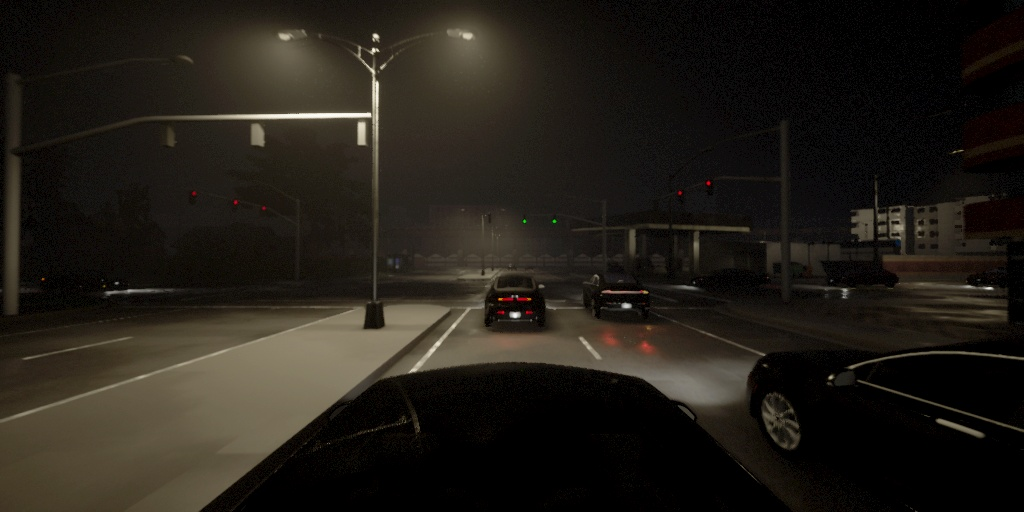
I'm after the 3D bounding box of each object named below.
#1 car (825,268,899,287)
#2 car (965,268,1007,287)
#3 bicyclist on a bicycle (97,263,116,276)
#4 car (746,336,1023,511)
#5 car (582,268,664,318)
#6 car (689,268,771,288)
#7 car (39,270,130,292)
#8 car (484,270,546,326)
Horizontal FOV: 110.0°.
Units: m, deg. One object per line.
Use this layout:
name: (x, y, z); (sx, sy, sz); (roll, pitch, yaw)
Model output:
car: (26.516, 1.603, 27.184); (4.674, 1.442, 1.812); (0, -1, -1)
car: (37.547, 1.643, 27.360); (4.181, 1.385, 1.994); (0, -1, -1)
bicyclist on a bicycle: (-38.285, 1.468, 33.822); (0.582, 1.620, 1.656); (0, -1, 0)
car: (3.600, 1.262, 2.144); (1.837, 1.490, 4.892); (0, 0, 0)
car: (3.844, 1.397, 13.772); (2.128, 1.511, 4.902); (0, -1, 5)
car: (16.358, 1.623, 27.023); (5.357, 1.411, 2.033); (0, -1, -1)
car: (-27.801, 1.595, 23.417); (4.181, 1.385, 1.994); (0, -1, 0)
car: (0.093, 1.393, 12.313); (1.837, 1.490, 4.892); (0, 0, 0)
